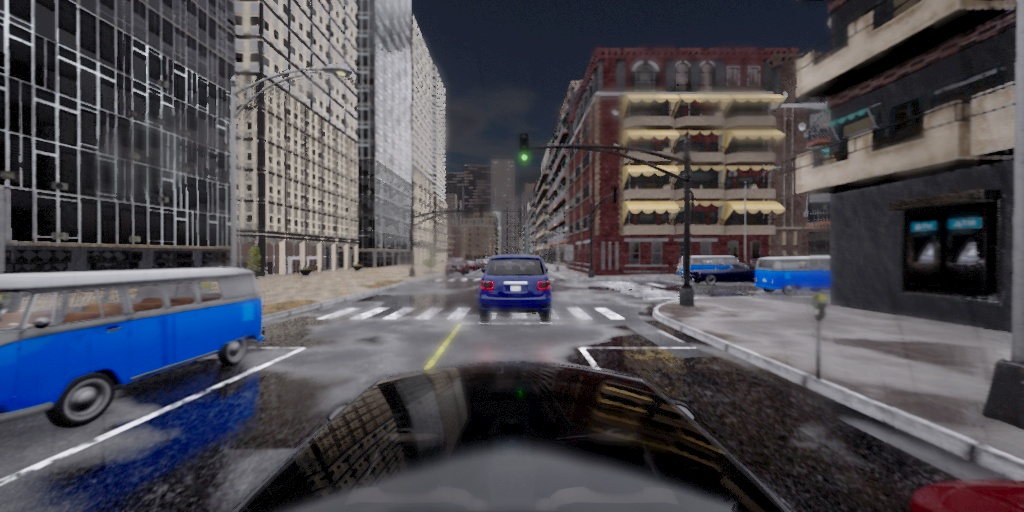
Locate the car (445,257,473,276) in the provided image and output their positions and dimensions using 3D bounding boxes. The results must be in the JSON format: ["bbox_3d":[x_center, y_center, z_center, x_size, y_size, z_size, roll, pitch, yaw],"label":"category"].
[{"bbox_3d":[-5.685,1.060,37.723,2.192,1.841,5.009,0,0,0],"label":"car"}]

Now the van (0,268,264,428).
[{"bbox_3d":[-5.691,1.089,5.333,1.690,1.789,3.998,0,0,0],"label":"van"}]

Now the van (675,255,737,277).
[{"bbox_3d":[13.724,0.851,25.291,3.998,1.789,1.690,0,0,0],"label":"van"}]

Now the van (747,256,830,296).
[{"bbox_3d":[13.745,0.894,16.910,3.998,1.789,1.690,0,0,0],"label":"van"}]

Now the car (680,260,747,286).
[{"bbox_3d":[13.618,1.126,22.693,4.718,1.301,1.895,-1,0,-1],"label":"car"}]

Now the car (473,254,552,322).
[{"bbox_3d":[0.102,0.968,12.388,2.150,2.045,5.566,0,0,0],"label":"car"}]
